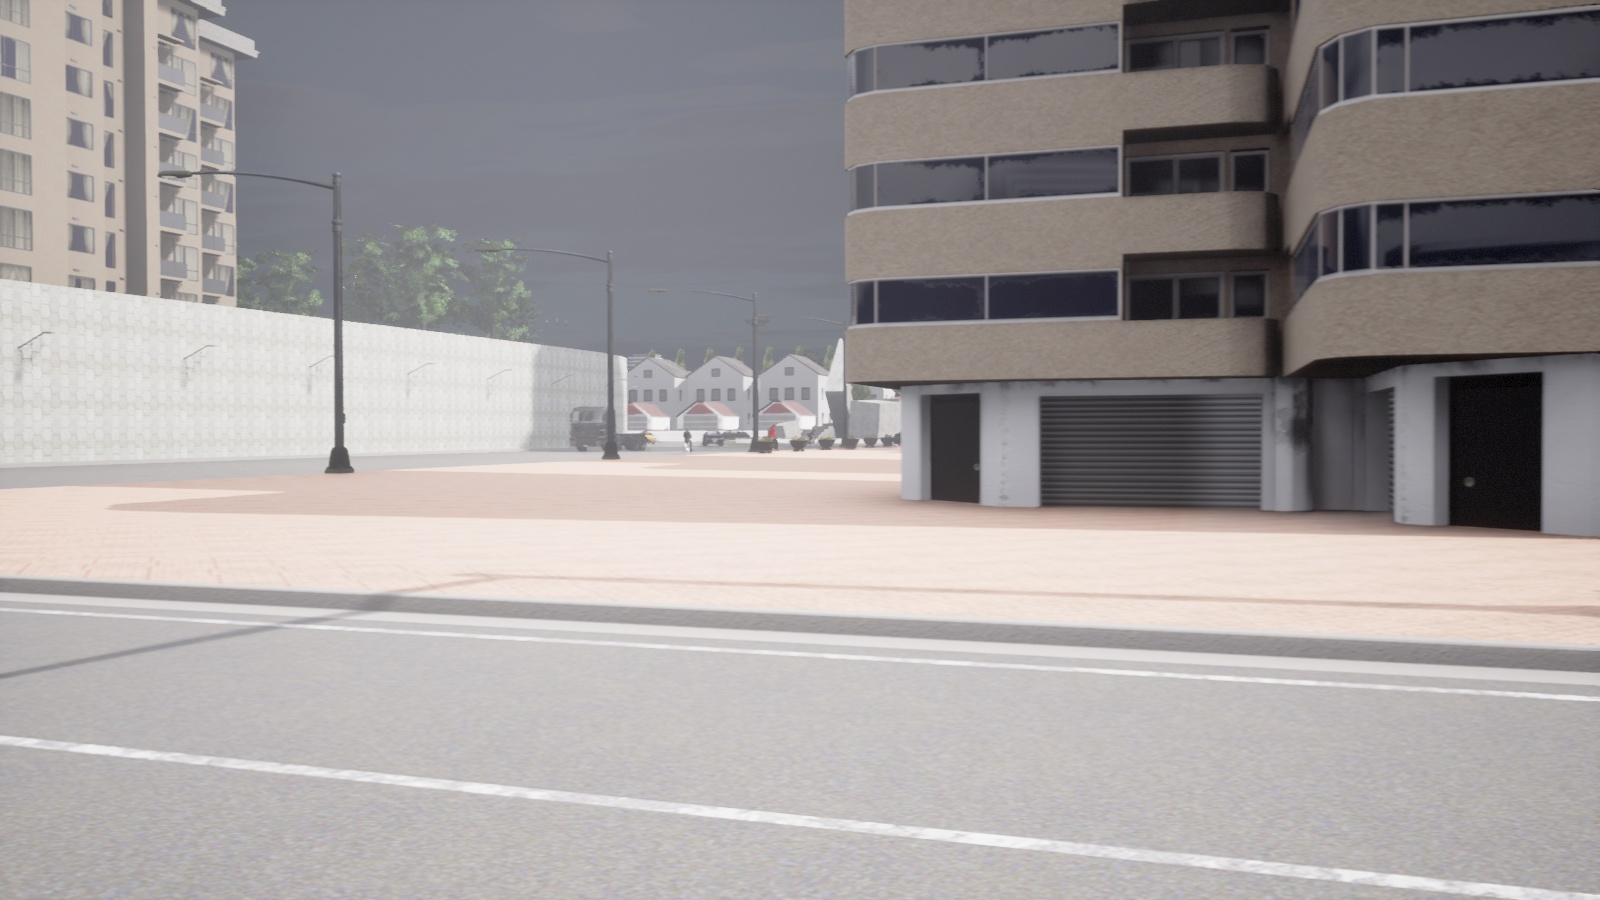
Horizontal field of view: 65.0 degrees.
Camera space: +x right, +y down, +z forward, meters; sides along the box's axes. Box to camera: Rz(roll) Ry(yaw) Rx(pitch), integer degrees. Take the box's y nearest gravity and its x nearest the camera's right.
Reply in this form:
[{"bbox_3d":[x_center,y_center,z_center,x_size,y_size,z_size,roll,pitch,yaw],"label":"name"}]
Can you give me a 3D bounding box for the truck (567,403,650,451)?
[{"bbox_3d":[-14.448,-1.736,95.307,2.891,3.462,7.936,1,1,19],"label":"truck"}]
